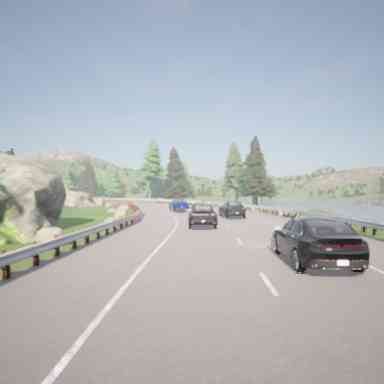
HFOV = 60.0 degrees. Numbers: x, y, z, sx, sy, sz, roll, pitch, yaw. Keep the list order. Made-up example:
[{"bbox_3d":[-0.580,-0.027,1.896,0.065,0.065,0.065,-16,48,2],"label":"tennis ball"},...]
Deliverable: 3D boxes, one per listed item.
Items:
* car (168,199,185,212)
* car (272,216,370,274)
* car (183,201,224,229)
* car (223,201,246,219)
[{"bbox_3d":[-1.761,1.622,41.402,1.882,1.535,5.008,0,0,-13],"label":"car"},{"bbox_3d":[3.900,1.550,10.795,1.837,1.490,4.892,0,0,2],"label":"car"},{"bbox_3d":[0.645,1.572,22.349,2.128,1.511,4.902,0,0,-1],"label":"car"},{"bbox_3d":[3.625,1.607,30.782,2.128,1.511,4.902,0,0,-6],"label":"car"}]
